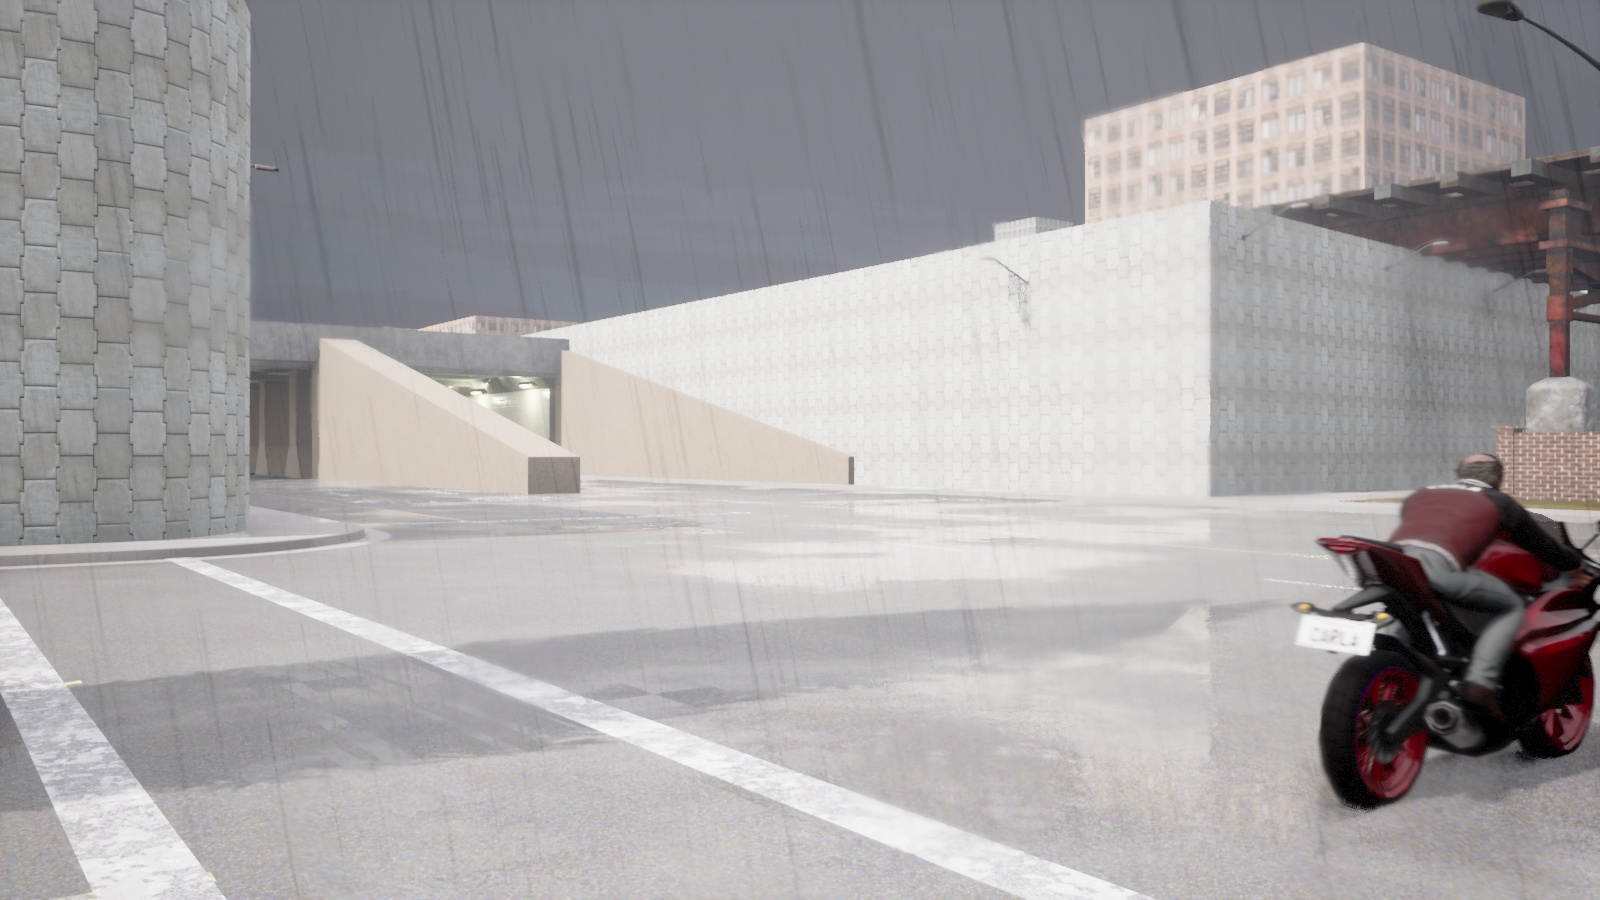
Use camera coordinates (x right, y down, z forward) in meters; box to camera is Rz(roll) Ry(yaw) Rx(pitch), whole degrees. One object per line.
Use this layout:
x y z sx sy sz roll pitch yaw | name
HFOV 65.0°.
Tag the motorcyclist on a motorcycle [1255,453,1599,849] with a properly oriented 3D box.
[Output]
3.175 0.784 5.857 2.191 1.530 0.866 0 0 -34 | motorcyclist on a motorcycle
